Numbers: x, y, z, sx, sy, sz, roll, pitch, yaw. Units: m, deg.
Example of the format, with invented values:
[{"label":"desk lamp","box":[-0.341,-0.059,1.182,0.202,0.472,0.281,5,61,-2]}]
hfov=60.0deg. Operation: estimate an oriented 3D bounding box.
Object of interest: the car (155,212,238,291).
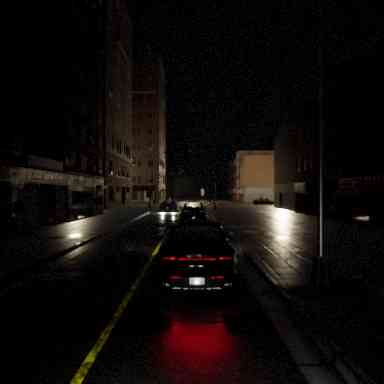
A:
[{"label":"car","box":[0.107,1.521,9.066,1.837,1.490,4.892,0,0,0]}]

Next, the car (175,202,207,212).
[{"label":"car","box":[0.111,1.534,24.921,2.128,1.511,4.902,0,0,0]}]

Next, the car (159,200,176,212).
[{"label":"car","box":[-2.748,1.628,39.256,1.994,1.385,4.181,0,0,0]}]

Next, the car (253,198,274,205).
[{"label":"car","box":[13.246,1.792,60.589,4.313,1.339,1.947,0,-1,0]}]
